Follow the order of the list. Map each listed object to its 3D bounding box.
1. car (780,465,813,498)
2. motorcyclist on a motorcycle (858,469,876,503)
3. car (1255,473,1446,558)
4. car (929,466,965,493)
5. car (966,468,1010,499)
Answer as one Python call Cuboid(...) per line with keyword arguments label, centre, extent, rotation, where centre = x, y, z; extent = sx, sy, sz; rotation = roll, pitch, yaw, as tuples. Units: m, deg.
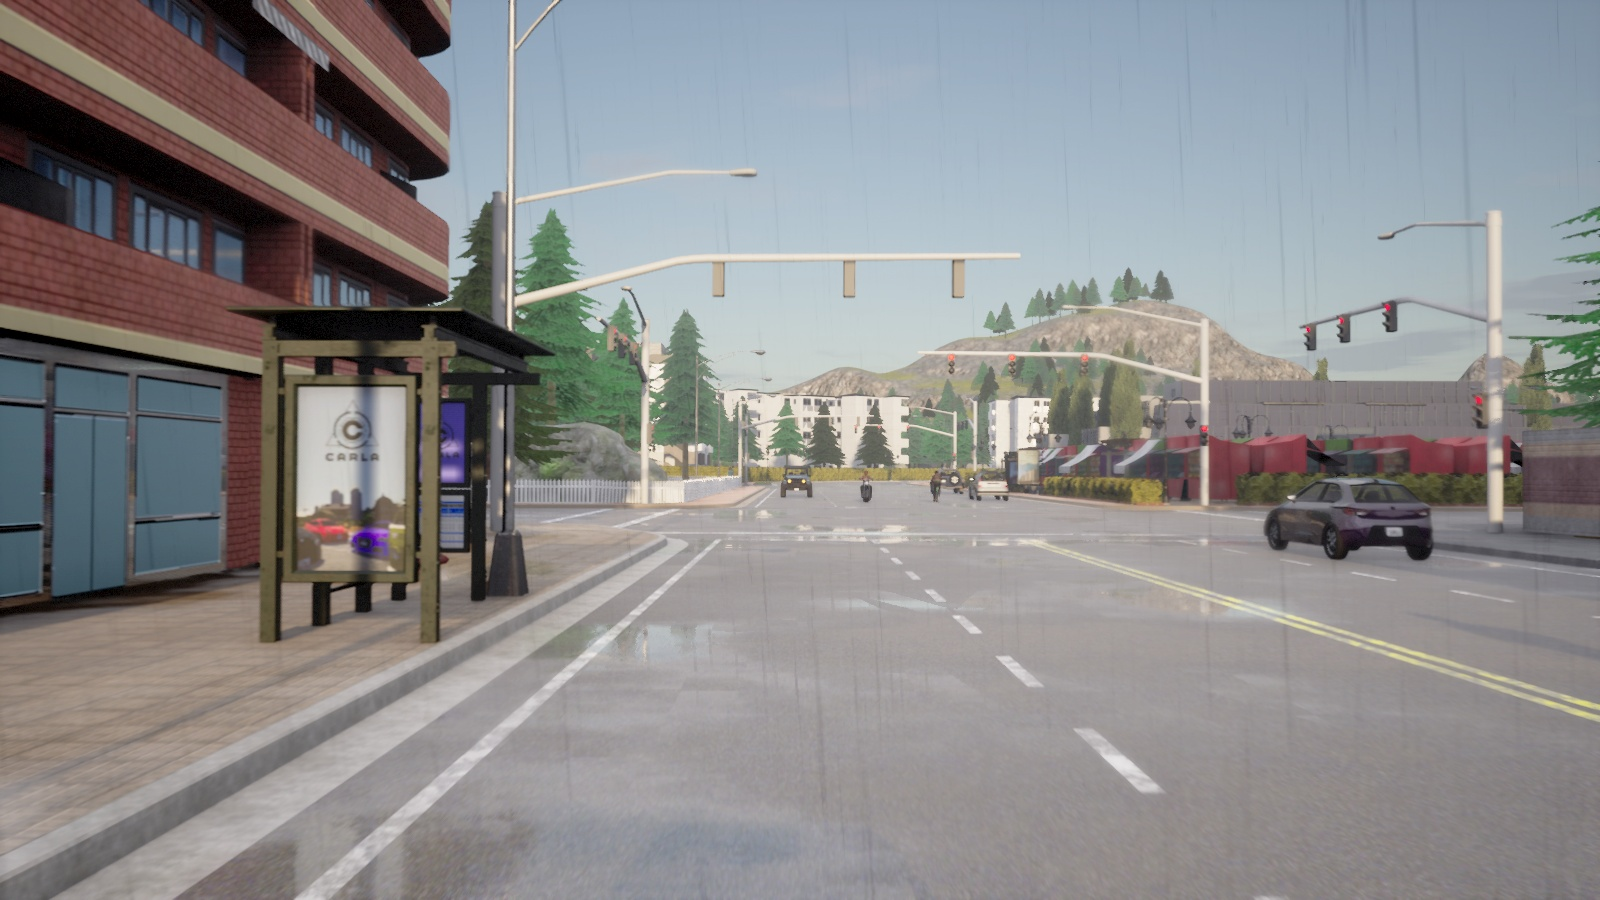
Cuboid(label="car", centre=(-0.185, 1.856, 74.327), extent=(1.905, 1.878, 3.866), rotation=(0, -1, 0))
Cuboid(label="motorcyclist on a motorcycle", centre=(3.343, 1.809, 63.147), extent=(0.766, 1.649, 2.350), rotation=(0, -1, 0))
Cuboid(label="car", centre=(10.439, 1.191, 24.180), extent=(1.816, 1.474, 4.193), rotation=(0, -1, 0))
Cuboid(label="car", centre=(10.280, 2.066, 88.132), extent=(1.932, 1.855, 4.605), rotation=(0, -1, 0))
Cuboid(label="car", centre=(10.328, 1.830, 69.185), extent=(1.851, 1.617, 3.988), rotation=(0, -1, 0))
